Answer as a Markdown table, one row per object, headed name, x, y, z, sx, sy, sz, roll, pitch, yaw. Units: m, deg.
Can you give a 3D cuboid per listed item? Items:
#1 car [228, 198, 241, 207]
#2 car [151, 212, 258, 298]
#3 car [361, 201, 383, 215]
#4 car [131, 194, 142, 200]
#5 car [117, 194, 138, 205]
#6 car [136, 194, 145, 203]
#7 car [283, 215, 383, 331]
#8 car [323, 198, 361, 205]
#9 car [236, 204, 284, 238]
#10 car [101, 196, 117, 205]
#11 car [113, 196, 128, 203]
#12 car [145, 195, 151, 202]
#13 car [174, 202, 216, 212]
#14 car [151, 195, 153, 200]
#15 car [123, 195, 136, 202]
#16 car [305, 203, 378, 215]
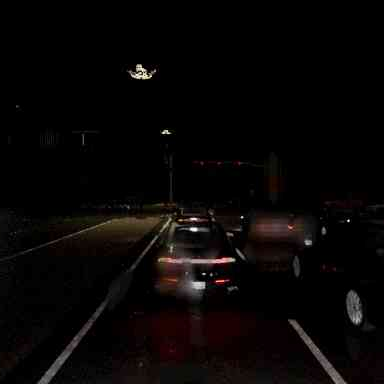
| name | x | y | z | sx | sy | sz | roll | pitch | yaw |
| --- | --- | --- | --- | --- | --- | --- | --- | --- | --- |
| car | 6.611 | 1.601 | 52.233 | 1.895 | 1.301 | 4.718 | 0 | 0 | 2 |
| car | 0.091 | 1.491 | 8.495 | 2.128 | 1.511 | 4.902 | 0 | 0 | 0 |
| car | 19.929 | 1.526 | 33.250 | 4.674 | 1.442 | 1.812 | 0 | 0 | 0 |
| car | -15.072 | 1.348 | 90.753 | 2.097 | 1.767 | 4.553 | 0 | 0 | 0 |
| car | -11.656 | 1.564 | 60.224 | 1.994 | 1.385 | 4.181 | 0 | 0 | 1 |
| car | -11.569 | 1.500 | 69.046 | 1.837 | 1.490 | 4.892 | 0 | 0 | 0 |
| car | 3.593 | 1.478 | 6.890 | 1.882 | 1.535 | 5.008 | 0 | 0 | 0 |
| car | 19.783 | 1.477 | 43.763 | 5.008 | 1.535 | 1.882 | 0 | 0 | 1 |
| car | 3.586 | 1.547 | 16.510 | 2.033 | 1.411 | 5.357 | 0 | 0 | 0 |
| car | -15.116 | 1.477 | 60.706 | 1.882 | 1.535 | 5.008 | 0 | 0 | 0 |
| car | -15.071 | 1.540 | 70.484 | 2.033 | 1.411 | 5.357 | 0 | 0 | 0 |
| car | -11.580 | 1.524 | 79.316 | 1.812 | 1.442 | 4.674 | 0 | 0 | 0 |
| car | 0.084 | 1.505 | 17.916 | 1.837 | 1.490 | 4.892 | 0 | 0 | 0 |
| car | -11.581 | 1.524 | 89.723 | 2.128 | 1.511 | 4.902 | 0 | 0 | 0 |
| car | -15.081 | 1.525 | 80.587 | 2.128 | 1.511 | 4.902 | 0 | 0 | 0 |
| car | 7.084 | 1.505 | 16.975 | 1.837 | 1.490 | 4.892 | 0 | 0 | 0 |
